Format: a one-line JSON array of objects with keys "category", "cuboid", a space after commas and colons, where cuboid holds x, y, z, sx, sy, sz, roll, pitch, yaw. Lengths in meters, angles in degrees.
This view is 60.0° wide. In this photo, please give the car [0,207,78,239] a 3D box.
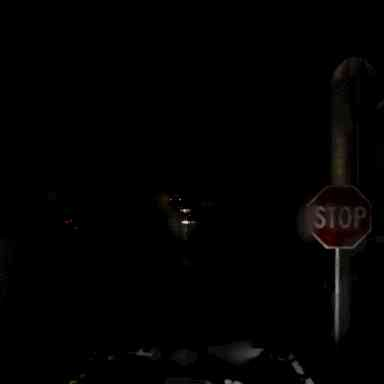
[{"category": "car", "cuboid": [-8.480, 1.471, 16.289, 5.357, 1.411, 2.033, 0, 1, -4]}]

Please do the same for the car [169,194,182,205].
[{"category": "car", "cuboid": [-2.786, 1.315, 58.297, 2.097, 1.767, 4.553, 0, 0, 0]}]
